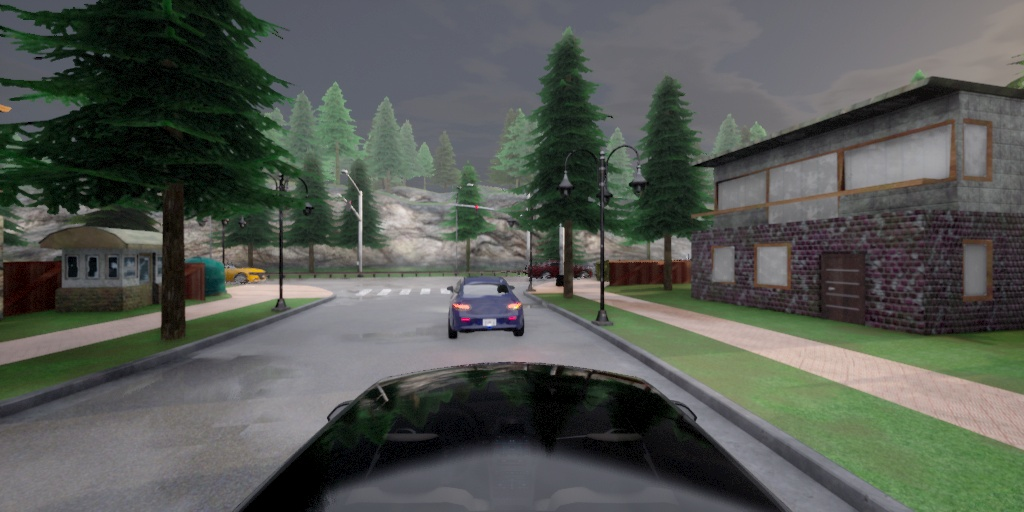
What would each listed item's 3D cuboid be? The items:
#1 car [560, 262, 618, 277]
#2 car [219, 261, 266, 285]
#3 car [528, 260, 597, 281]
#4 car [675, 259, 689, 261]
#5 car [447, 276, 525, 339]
[{"bbox_3d":[6.880,1.180,32.181,4.718,1.301,1.895,0,0,-12],"label":"car"},{"bbox_3d":[-18.644,1.061,22.859,5.008,1.535,1.882,0,0,-12],"label":"car"},{"bbox_3d":[3.719,1.058,27.707,5.008,1.535,1.882,0,0,-12],"label":"car"},{"bbox_3d":[15.941,1.071,34.137,4.902,1.511,2.128,0,0,-12],"label":"car"},{"bbox_3d":[-0.832,1.272,10.050,1.812,1.442,4.674,0,0,-9],"label":"car"}]
